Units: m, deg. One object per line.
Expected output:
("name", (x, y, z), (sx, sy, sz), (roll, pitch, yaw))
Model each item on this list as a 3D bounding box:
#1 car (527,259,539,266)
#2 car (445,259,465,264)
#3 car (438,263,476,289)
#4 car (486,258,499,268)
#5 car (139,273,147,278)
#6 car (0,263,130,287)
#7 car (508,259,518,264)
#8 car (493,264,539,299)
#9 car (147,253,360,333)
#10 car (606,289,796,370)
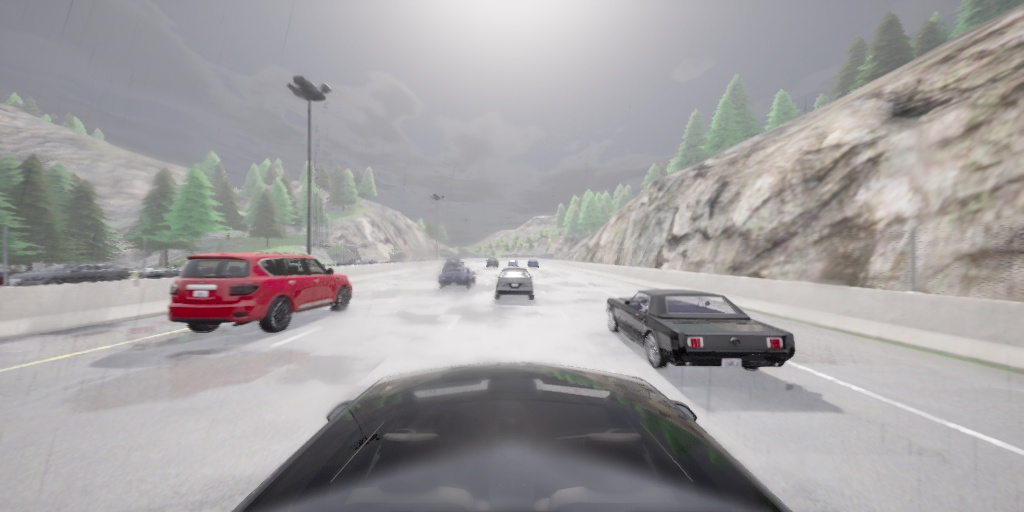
("car", (3.677, 1.261, 63.915), (1.882, 1.535, 5.008), (0, 0, 0))
("car", (-6.845, 1.085, 43.022), (2.097, 1.767, 4.553), (0, 0, 0))
("car", (-3.375, 1.343, 23.042), (1.895, 1.301, 4.718), (0, 0, 0))
("car", (-3.323, 1.105, 63.121), (2.097, 1.767, 4.553), (0, 0, 0))
("car", (-21.064, 1.267, 23.219), (1.895, 1.301, 4.718), (0, 0, 0))
("car", (-24.563, 1.142, 20.100), (2.128, 1.511, 4.902), (0, 0, 0))
("car", (0.157, 1.316, 64.587), (2.033, 1.411, 5.357), (0, 0, 0))
("car", (0.125, 1.300, 18.048), (2.033, 1.411, 5.357), (1, 0, 0))
("car", (-6.960, 0.944, 10.761), (2.150, 2.045, 5.566), (0, 0, 1))
("car", (3.449, 1.367, 7.768), (1.895, 1.301, 4.718), (0, 0, 1))
